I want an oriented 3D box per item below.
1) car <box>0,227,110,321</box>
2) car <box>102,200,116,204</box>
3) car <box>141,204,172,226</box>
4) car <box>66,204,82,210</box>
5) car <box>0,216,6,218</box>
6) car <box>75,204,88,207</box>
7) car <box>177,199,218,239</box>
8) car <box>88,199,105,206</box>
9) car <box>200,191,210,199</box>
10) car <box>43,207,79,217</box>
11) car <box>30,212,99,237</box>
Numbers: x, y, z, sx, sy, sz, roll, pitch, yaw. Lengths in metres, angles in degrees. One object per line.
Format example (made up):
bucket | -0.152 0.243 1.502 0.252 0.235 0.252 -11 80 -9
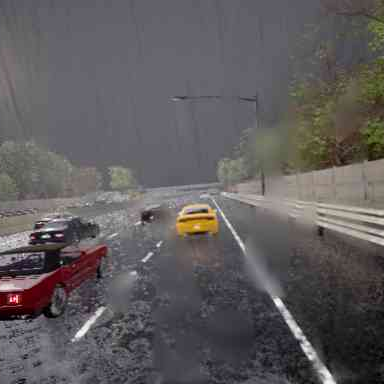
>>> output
car | -3.479 1.877 7.911 1.895 1.301 4.718 -5 0 3
car | -18.043 2.898 75.197 1.812 1.442 4.674 -5 0 3
car | -2.690 1.642 25.876 1.882 1.535 5.008 -5 0 3
car | -28.314 3.587 80.060 1.895 1.301 4.718 -5 0 3
car | -19.982 3.195 33.611 1.994 1.385 4.181 -5 0 3
car | -24.936 3.427 77.301 1.994 1.385 4.181 -5 0 3
car | 0.314 1.405 17.239 1.882 1.535 5.008 -5 0 3
car | -21.481 2.803 77.114 2.150 2.045 5.566 -5 0 3
car | 3.089 0.836 79.874 2.150 2.045 5.566 -5 0 3
car | -9.732 2.263 24.516 2.128 1.511 4.902 -5 0 3
car | -6.547 2.062 17.618 2.033 1.411 5.357 -5 0 3
